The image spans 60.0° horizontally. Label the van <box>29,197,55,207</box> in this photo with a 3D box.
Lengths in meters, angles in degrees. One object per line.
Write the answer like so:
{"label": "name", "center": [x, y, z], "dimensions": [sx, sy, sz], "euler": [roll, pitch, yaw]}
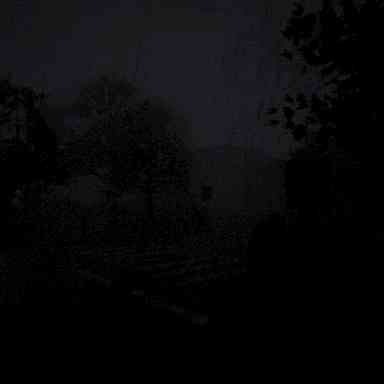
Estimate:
{"label": "van", "center": [-31.523, 2.010, 69.967], "dimensions": [4.442, 1.987, 1.878], "euler": [1, -2, -43]}

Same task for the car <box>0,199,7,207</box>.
{"label": "car", "center": [-46.760, 2.644, 80.804], "dimensions": [2.097, 1.767, 4.553], "euler": [1, -3, -43]}

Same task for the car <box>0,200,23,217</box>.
{"label": "car", "center": [-18.973, 1.732, 33.032], "dimensions": [1.994, 1.385, 4.181], "euler": [0, 0, -7]}

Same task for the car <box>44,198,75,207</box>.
{"label": "car", "center": [-25.235, 2.017, 63.371], "dimensions": [5.008, 1.535, 2.097], "euler": [1, -2, -43]}

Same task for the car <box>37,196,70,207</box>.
{"label": "car", "center": [-27.247, 1.825, 65.491], "dimensions": [5.566, 2.045, 2.435], "euler": [1, -2, -43]}

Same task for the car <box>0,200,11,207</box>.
{"label": "car", "center": [-38.089, 2.335, 66.664], "dimensions": [1.895, 1.301, 4.718], "euler": [1, -2, -43]}

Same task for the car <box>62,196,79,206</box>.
{"label": "car", "center": [-23.182, 1.830, 61.139], "dimensions": [4.553, 1.767, 2.185], "euler": [1, -2, -43]}

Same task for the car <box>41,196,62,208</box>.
{"label": "car", "center": [-23.912, 1.612, 55.660], "dimensions": [2.150, 2.045, 5.566], "euler": [1, -1, -34]}
